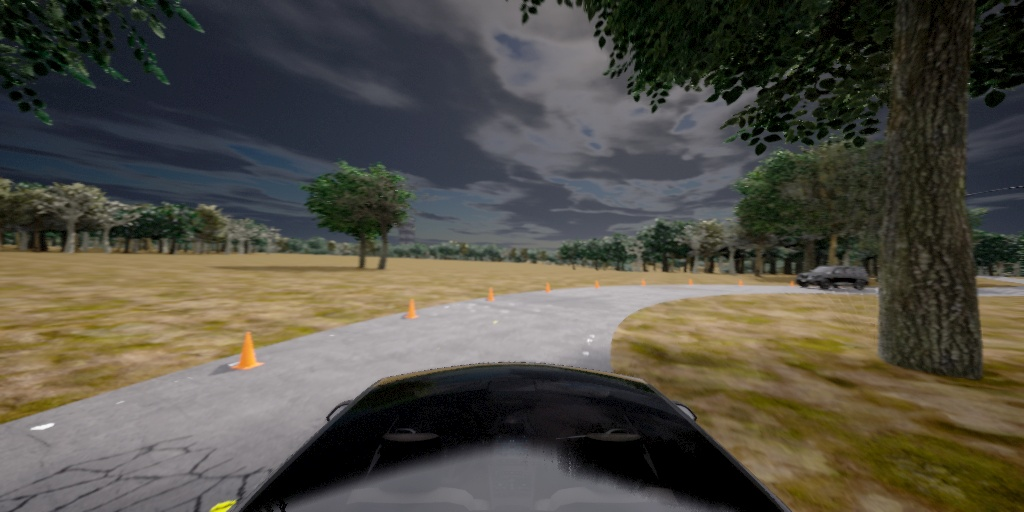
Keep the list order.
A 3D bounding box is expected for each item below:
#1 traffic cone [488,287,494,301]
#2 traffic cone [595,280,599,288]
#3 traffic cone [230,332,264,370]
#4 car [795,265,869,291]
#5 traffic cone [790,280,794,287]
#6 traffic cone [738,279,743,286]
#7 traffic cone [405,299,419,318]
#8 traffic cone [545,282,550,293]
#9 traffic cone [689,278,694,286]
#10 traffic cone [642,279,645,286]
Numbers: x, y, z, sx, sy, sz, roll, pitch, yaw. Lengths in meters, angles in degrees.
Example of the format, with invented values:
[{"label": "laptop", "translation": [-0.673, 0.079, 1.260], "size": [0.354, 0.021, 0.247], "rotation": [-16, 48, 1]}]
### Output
[{"label": "traffic cone", "translation": [-0.969, 1.734, 16.458], "size": [0.340, 0.580, 0.340], "rotation": [0, 0, 29]}, {"label": "traffic cone", "translation": [5.890, 1.939, 24.898], "size": [0.340, 0.580, 0.340], "rotation": [0, 0, -41]}, {"label": "traffic cone", "translation": [-4.571, 1.611, 6.194], "size": [0.340, 0.580, 0.340], "rotation": [0, 0, 9]}, {"label": "car", "translation": [27.560, 1.834, 30.862], "size": [5.566, 2.045, 2.150], "rotation": [2, 0, -7]}, {"label": "traffic cone", "translation": [25.597, 2.508, 32.768], "size": [0.340, 0.580, 0.340], "rotation": [0, 0, -7]}, {"label": "traffic cone", "translation": [20.436, 2.359, 32.051], "size": [0.340, 0.580, 0.340], "rotation": [0, 0, -11]}, {"label": "traffic cone", "translation": [-3.214, 1.662, 11.482], "size": [0.340, 0.580, 0.340], "rotation": [0, 0, 19]}, {"label": "traffic cone", "translation": [2.095, 1.827, 20.974], "size": [0.340, 0.580, 0.340], "rotation": [0, 0, 39]}, {"label": "traffic cone", "translation": [15.199, 2.208, 30.519], "size": [0.340, 0.580, 0.340], "rotation": [0, 0, -21]}, {"label": "traffic cone", "translation": [10.301, 2.067, 28.112], "size": [0.340, 0.580, 0.340], "rotation": [0, 0, -31]}]
